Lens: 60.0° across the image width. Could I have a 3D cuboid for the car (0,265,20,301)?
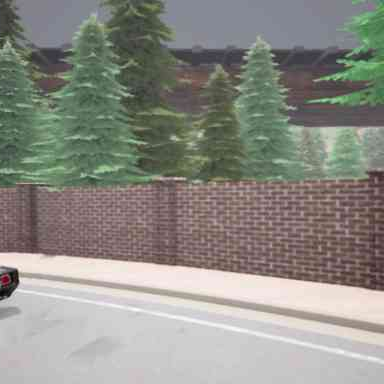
[{"bbox_3d":[-5.783,1.691,6.391,4.718,1.301,1.895,-1,0,22],"label":"car"}]
